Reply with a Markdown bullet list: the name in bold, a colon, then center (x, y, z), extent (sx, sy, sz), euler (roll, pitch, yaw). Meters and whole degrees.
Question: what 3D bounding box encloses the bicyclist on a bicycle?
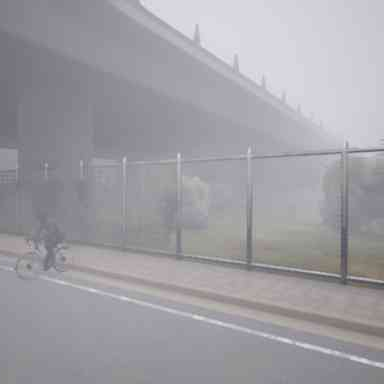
- **bicyclist on a bicycle**: center (-3.745, 1.359, 8.603), extent (0.582, 1.620, 1.656), euler (0, 0, 34)
